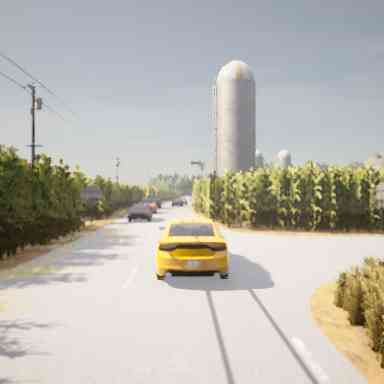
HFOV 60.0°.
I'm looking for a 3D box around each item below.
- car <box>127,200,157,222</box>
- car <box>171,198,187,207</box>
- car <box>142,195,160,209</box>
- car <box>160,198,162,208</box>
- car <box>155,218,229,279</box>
[{"bbox_3d":[-4.267,1.664,27.957,2.033,1.411,5.357,0,0,-5],"label":"car"},{"bbox_3d":[-2.513,1.787,57.346,2.033,1.411,5.357,0,0,2],"label":"car"},{"bbox_3d":[-5.069,1.511,38.016,2.097,1.767,4.553,0,0,-4],"label":"car"},{"bbox_3d":[-5.739,1.428,49.666,2.150,2.045,5.566,0,0,-2],"label":"car"},{"bbox_3d":[-0.022,1.521,10.265,1.882,1.535,5.008,0,0,-1],"label":"car"}]
